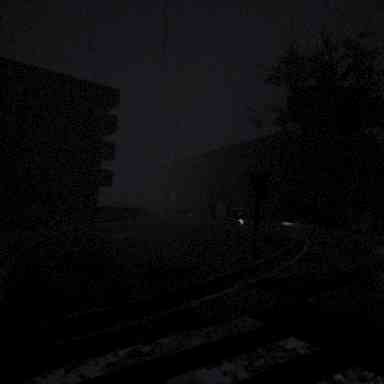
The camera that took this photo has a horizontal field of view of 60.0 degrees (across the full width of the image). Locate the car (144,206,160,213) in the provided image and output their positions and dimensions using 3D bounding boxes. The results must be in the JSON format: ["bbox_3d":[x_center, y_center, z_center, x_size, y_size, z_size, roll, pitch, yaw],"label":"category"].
[{"bbox_3d":[-8.213,3.747,66.270,2.150,2.045,5.566,5,-7,-24],"label":"car"}]

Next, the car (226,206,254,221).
[{"bbox_3d":[4.913,2.259,36.340,1.882,1.535,5.008,5,-3,-22],"label":"car"}]

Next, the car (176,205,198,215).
[{"bbox_3d":[-0.789,2.758,49.771,2.128,1.511,4.902,5,-5,-23],"label":"car"}]
